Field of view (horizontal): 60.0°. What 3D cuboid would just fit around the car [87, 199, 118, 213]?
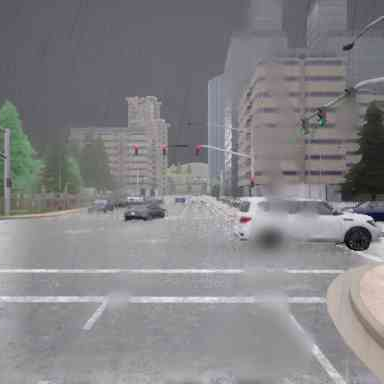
[{"bbox_3d":[-9.846,1.526,36.413,1.812,1.442,4.674,0,0,1],"label":"car"}]

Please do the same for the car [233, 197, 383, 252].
[{"bbox_3d":[4.455,1.221,13.461,5.566,2.045,2.150,0,0,1],"label":"car"}]

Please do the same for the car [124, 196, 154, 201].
[{"bbox_3d":[-6.325,1.547,40.291,2.033,1.411,5.357,0,0,1],"label":"car"}]

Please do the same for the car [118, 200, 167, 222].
[{"bbox_3d":[-3.648,1.564,26.469,1.994,1.385,4.181,0,0,22],"label":"car"}]

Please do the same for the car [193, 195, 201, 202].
[{"bbox_3d":[1.133,1.521,76.618,1.812,1.442,4.674,0,0,1],"label":"car"}]

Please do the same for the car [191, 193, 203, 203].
[{"bbox_3d":[1.038,1.221,66.933,2.150,2.045,5.566,0,0,1],"label":"car"}]

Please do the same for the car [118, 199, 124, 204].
[{"bbox_3d":[-9.772,1.601,45.513,1.895,1.301,4.718,0,0,1],"label":"car"}]

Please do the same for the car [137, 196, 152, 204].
[{"bbox_3d":[-9.491,1.492,66.717,2.128,1.511,4.902,0,0,1],"label":"car"}]

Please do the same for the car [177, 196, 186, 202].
[{"bbox_3d":[-2.367,1.593,76.683,1.895,1.301,4.718,0,0,1],"label":"car"}]

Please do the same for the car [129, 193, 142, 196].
[{"bbox_3d":[-9.654,1.221,56.089,2.150,2.045,5.566,0,0,1],"label":"car"}]

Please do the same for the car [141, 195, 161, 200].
[{"bbox_3d":[-6.230,1.564,49.497,1.994,1.385,4.181,0,0,0],"label":"car"}]

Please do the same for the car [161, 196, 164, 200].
[{"bbox_3d":[-6.104,1.477,59.955,1.882,1.535,5.008,0,0,0],"label":"car"}]

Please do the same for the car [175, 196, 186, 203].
[{"bbox_3d":[-2.459,1.477,67.284,1.882,1.535,5.008,0,0,1],"label":"car"}]
